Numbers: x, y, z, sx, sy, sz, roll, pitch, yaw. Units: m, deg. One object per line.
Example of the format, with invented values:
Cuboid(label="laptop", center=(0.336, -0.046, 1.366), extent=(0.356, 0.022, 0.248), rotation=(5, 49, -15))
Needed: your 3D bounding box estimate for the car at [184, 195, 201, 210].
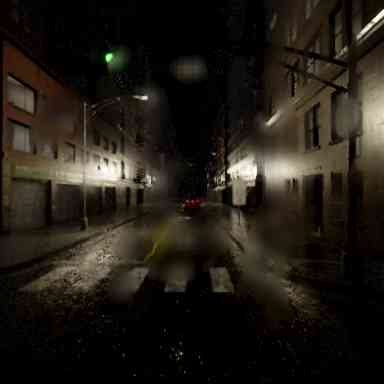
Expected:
Cuboid(label="car", center=(0.091, 1.423, 46.825), extent=(2.150, 2.045, 5.566), rotation=(0, 0, 0))
